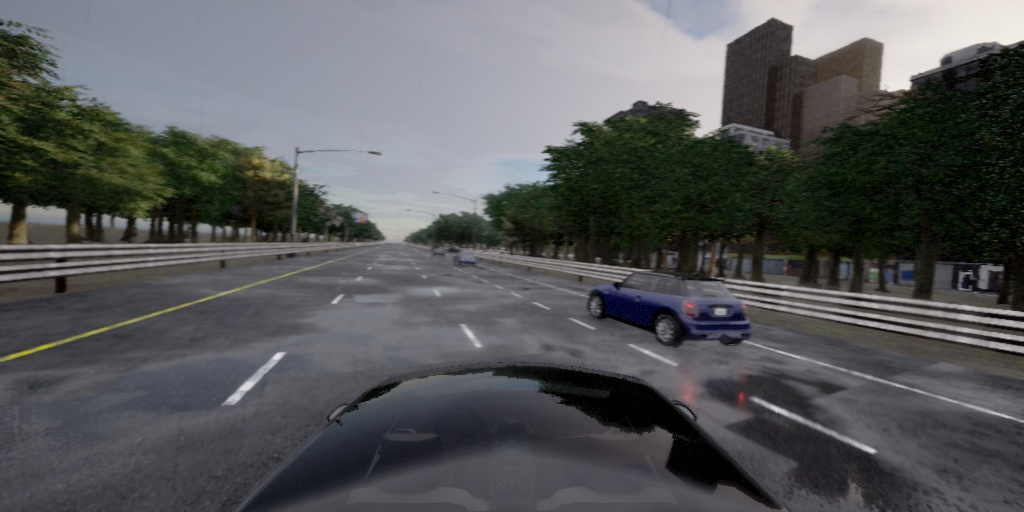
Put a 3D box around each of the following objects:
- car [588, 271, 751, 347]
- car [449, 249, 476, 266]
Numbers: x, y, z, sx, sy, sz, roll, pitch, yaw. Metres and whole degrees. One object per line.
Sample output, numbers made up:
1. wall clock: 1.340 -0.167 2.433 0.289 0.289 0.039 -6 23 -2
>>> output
1. car: 4.023 1.193 10.058 2.097 1.767 4.553 3 1 -18
2. car: -5.171 0.289 38.640 2.033 1.411 5.357 3 1 -18
